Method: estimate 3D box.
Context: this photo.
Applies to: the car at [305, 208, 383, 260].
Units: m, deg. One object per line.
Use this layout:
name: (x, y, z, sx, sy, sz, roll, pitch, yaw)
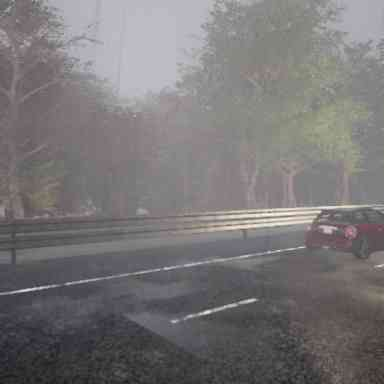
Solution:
car: (6.400, 1.375, 12.712, 4.553, 1.767, 2.097, 0, 0, -36)
